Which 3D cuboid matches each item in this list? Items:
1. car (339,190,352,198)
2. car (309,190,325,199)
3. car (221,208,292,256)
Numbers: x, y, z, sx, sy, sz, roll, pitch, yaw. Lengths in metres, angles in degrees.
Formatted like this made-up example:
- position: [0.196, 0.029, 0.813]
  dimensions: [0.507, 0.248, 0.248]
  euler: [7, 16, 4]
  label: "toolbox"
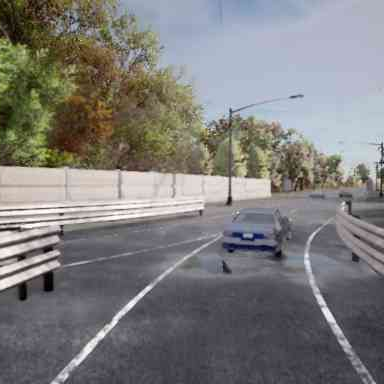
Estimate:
- position: [27.314, 0.308, 59.150]
  dimensions: [1.994, 1.385, 4.181]
  euler: [1, 2, 28]
  label: "car"
- position: [20.041, 0.369, 53.153]
  dimensions: [1.812, 1.442, 4.674]
  euler: [2, 1, 29]
  label: "car"
- position: [2.516, 1.274, 12.073]
  dimensions: [2.033, 1.411, 5.357]
  euler: [1, 1, 21]
  label: "car"
